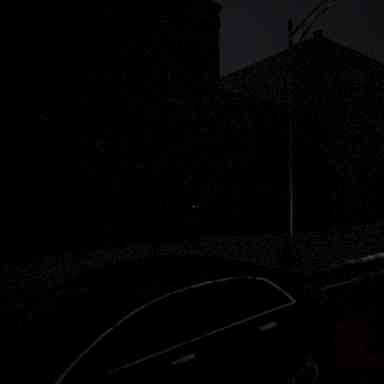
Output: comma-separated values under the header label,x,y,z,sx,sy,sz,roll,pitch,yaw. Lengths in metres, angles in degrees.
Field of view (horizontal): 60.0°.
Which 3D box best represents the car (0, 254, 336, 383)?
label,x,y,z,sx,sy,sz,roll,pitch,yaw
car,-0.528,1.502,3.293,4.892,1.490,1.837,-1,0,-36
